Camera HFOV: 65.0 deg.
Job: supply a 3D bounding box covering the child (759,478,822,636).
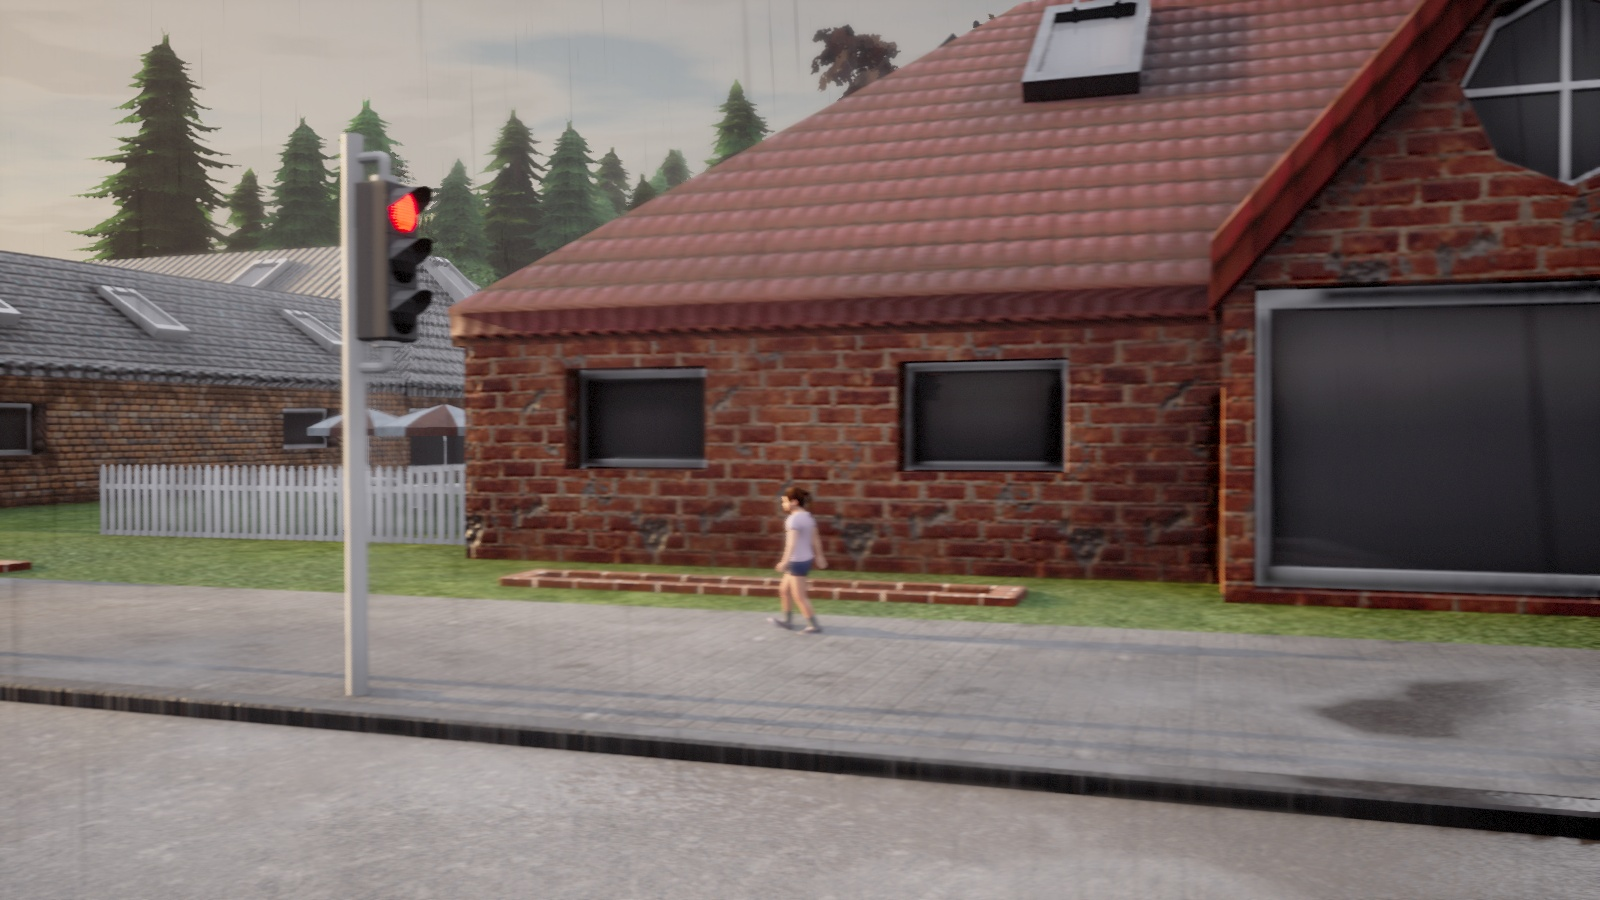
[{"bbox_3d":[-0.068,0.770,9.149,0.394,1.110,0.255,1,1,19],"label":"child"}]
